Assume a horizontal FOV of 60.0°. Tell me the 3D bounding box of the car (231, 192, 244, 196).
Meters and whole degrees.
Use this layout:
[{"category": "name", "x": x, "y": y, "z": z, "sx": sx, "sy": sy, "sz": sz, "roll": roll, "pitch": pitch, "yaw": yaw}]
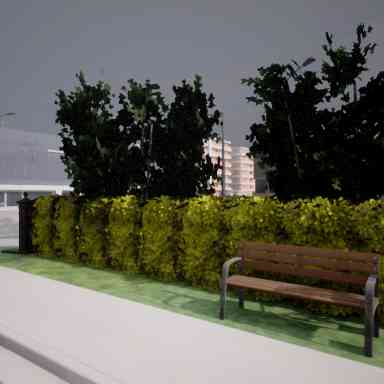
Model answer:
[{"category": "car", "x": 10.113, "y": 0.688, "z": 72.904, "sx": 1.812, "sy": 1.442, "sz": 4.674, "roll": 0, "pitch": 0, "yaw": 35}]
